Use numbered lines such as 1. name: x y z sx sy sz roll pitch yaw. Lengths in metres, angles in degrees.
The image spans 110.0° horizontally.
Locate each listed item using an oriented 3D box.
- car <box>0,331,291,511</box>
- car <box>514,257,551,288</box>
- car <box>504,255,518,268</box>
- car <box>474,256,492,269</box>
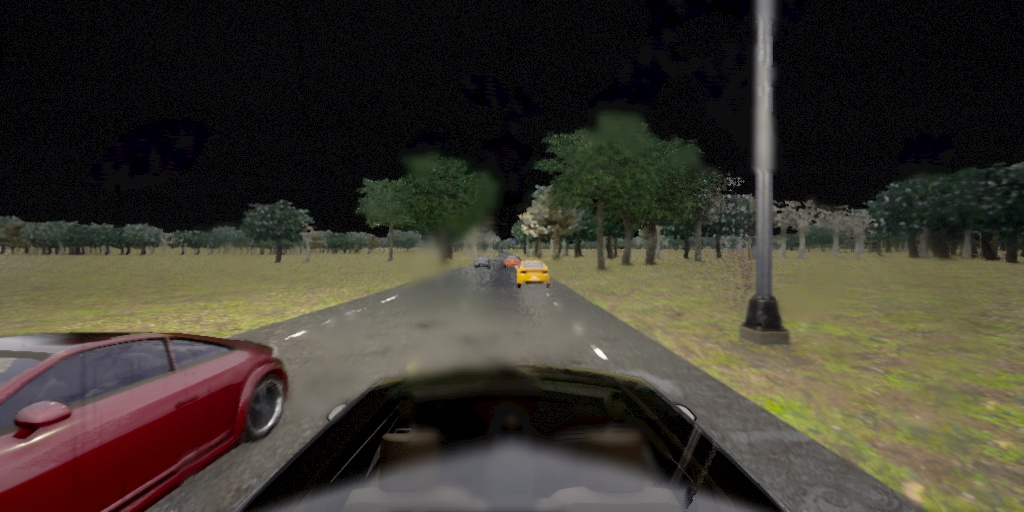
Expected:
1. car: -3.595 1.306 2.492 1.994 1.385 4.181 0 1 0
2. car: 1.226 1.021 21.925 1.882 1.535 5.008 0 1 0
3. car: 0.049 0.619 47.175 2.097 1.767 4.553 0 1 1
4. car: -3.554 0.804 44.288 1.837 1.490 4.892 0 1 0
